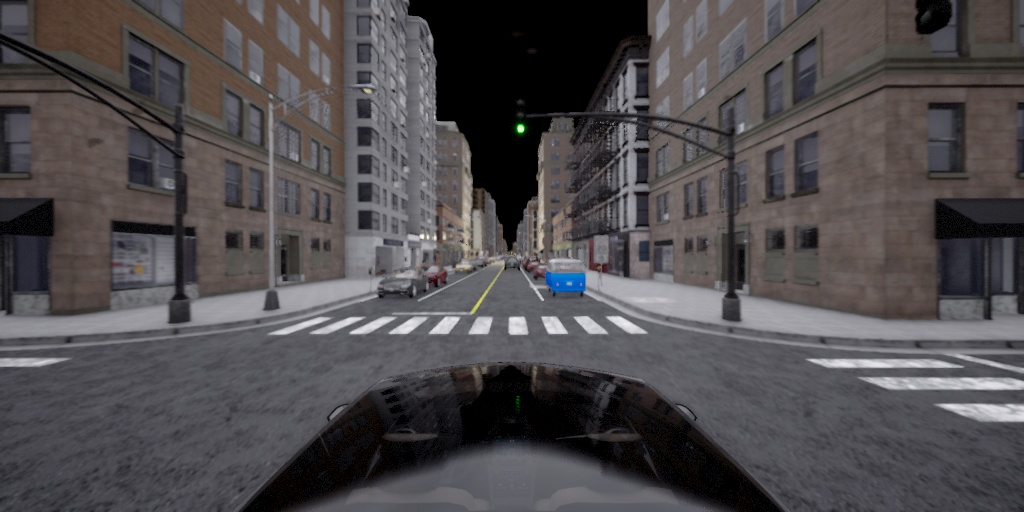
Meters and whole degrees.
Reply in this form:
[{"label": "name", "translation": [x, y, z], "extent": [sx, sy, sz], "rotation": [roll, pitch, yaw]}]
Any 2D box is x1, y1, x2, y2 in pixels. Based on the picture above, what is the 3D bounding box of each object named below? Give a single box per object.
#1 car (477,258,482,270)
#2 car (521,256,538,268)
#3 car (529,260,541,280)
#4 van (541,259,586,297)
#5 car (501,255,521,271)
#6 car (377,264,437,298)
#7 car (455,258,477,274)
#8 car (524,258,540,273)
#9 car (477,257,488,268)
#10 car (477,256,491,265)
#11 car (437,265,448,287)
[{"label": "car", "translation": [-5.410, 1.226, 46.651], "extent": [1.948, 1.339, 4.313], "rotation": [0, 0, 0]}, {"label": "car", "translation": [2.615, 0.945, 46.661], "extent": [2.192, 1.841, 5.009], "rotation": [0, 0, 0]}, {"label": "car", "translation": [2.623, 1.257, 29.616], "extent": [1.802, 1.307, 4.207], "rotation": [0, 0, 0]}, {"label": "van", "translation": [2.629, 1.040, 18.253], "extent": [1.690, 1.789, 3.998], "rotation": [0, 0, 0]}, {"label": "car", "translation": [0.027, 0.989, 47.792], "extent": [2.097, 1.767, 4.553], "rotation": [0, 0, 1]}, {"label": "car", "translation": [-5.396, 1.280, 18.241], "extent": [2.007, 1.370, 4.403], "rotation": [0, 0, 0]}, {"label": "car", "translation": [-5.407, 1.202, 40.799], "extent": [1.751, 1.417, 4.829], "rotation": [0, 0, 0]}, {"label": "car", "translation": [2.618, 1.229, 40.979], "extent": [1.802, 1.307, 4.207], "rotation": [0, 0, 0]}, {"label": "car", "translation": [-5.416, 1.194, 58.014], "extent": [1.948, 1.339, 4.313], "rotation": [0, 0, 0]}, {"label": "car", "translation": [-5.419, 0.927, 63.696], "extent": [2.192, 1.841, 5.009], "rotation": [0, 0, 0]}, {"label": "car", "translation": [-5.399, 1.262, 23.922], "extent": [1.888, 1.381, 4.507], "rotation": [0, 0, 0]}]
